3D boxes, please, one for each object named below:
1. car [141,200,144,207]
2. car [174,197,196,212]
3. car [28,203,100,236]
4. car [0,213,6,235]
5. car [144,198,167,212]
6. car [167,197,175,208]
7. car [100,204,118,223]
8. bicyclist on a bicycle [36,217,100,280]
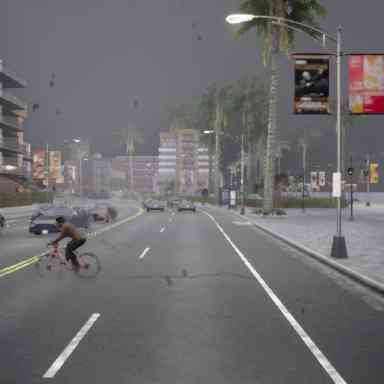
[{"bbox_3d":[-6.139,1.564,48.197,1.994,1.385,4.181,0,0,-14],"label":"car"},{"bbox_3d":[-0.694,1.564,38.390,1.994,1.385,4.181,0,0,-5],"label":"car"},{"bbox_3d":[-7.104,1.548,18.731,2.033,1.411,5.357,0,0,0],"label":"car"},{"bbox_3d":[-10.613,1.492,15.338,2.128,1.511,4.902,0,0,0],"label":"car"},{"bbox_3d":[-4.323,1.564,39.131,1.994,1.385,4.181,0,0,-6],"label":"car"},{"bbox_3d":[-2.490,1.491,48.258,2.128,1.511,4.902,0,0,-15],"label":"car"},{"bbox_3d":[-7.014,1.593,25.503,1.994,1.385,4.181,0,0,0],"label":"car"},{"bbox_3d":[-3.182,1.454,8.505,1.656,1.620,0.582,-1,0,0],"label":"bicyclist on a bicycle"}]
